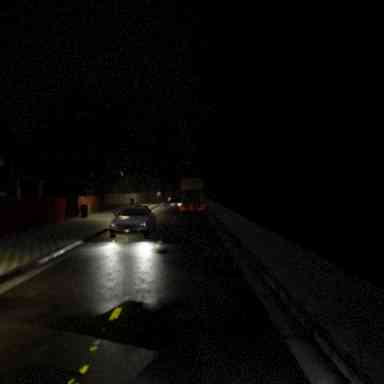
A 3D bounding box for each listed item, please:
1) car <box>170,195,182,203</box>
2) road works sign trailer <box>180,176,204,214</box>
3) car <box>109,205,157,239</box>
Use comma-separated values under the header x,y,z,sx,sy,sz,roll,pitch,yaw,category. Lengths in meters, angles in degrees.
x,y,z,sx,sy,sz,roll,pitch,yaw,category
-2.796,1.199,58.934,2.033,1.411,5.357,0,0,1,car
-0.006,0.265,32.122,2.380,3.560,2.880,0,0,0,road works sign trailer
-2.854,1.418,16.901,1.812,1.442,4.674,0,0,0,car
